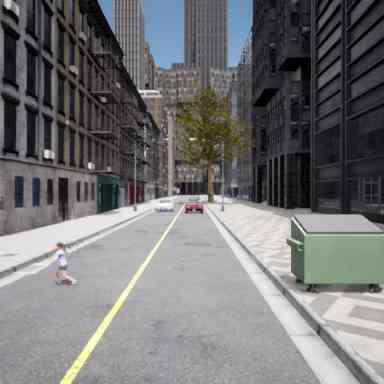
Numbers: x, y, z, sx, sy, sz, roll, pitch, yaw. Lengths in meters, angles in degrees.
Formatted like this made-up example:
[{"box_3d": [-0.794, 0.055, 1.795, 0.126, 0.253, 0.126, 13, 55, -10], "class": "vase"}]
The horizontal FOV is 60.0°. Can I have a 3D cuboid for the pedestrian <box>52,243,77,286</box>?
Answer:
[{"box_3d": [-3.085, 1.672, 7.928, 0.500, 1.100, 0.500, 0, 0, -15], "class": "pedestrian"}]

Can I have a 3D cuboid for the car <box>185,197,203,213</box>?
[{"box_3d": [0.245, 1.568, 36.503, 1.895, 1.301, 4.718, 0, 0, 0], "class": "car"}]

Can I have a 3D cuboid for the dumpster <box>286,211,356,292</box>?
[{"box_3d": [3.171, 1.393, 8.425, 1.020, 1.700, 1.940, 0, 0, 0], "class": "dumpster"}]

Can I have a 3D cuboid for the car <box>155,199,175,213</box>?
[{"box_3d": [-2.945, 1.492, 36.938, 1.812, 1.442, 4.674, 0, 0, 0], "class": "car"}]

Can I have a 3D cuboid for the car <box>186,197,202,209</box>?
[{"box_3d": [0.270, 1.443, 46.634, 2.128, 1.511, 4.902, 0, 0, 1], "class": "car"}]
